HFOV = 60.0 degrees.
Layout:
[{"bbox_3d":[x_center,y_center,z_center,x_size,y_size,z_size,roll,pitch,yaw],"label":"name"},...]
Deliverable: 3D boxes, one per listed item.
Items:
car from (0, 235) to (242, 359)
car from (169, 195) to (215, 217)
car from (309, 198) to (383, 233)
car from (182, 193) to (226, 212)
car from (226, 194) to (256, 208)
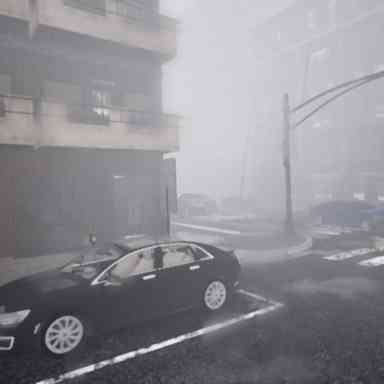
[{"bbox_3d":[-1.074,1.503,5.807,4.403,1.369,2.008,-1,0,-35],"label":"car"},{"bbox_3d":[-0.522,1.207,26.981,1.887,1.381,4.507,-2,2,-35],"label":"car"},{"bbox_3d":[8.446,1.127,17.564,1.882,1.535,5.008,-1,1,-24],"label":"car"},{"bbox_3d":[0.527,0.909,30.222,2.097,1.767,4.553,-2,2,-35],"label":"car"},{"bbox_3d":[4.645,0.886,34.637,1.887,1.381,4.507,-2,2,-35],"label":"car"}]
